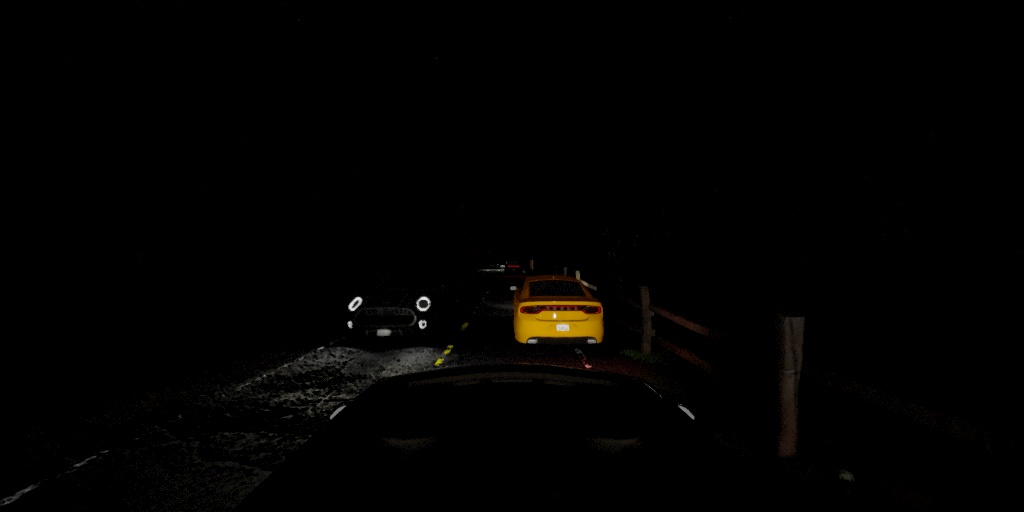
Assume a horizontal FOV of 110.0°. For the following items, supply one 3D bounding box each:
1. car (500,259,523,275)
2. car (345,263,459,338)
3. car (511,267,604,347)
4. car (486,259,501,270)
[{"bbox_3d":[0.165,1.219,38.340,2.128,1.511,4.902,0,0,0],"label":"car"},{"bbox_3d":[-2.829,1.101,10.165,2.097,1.767,4.553,0,0,0],"label":"car"},{"bbox_3d":[0.982,1.227,9.367,1.882,1.535,5.008,0,0,0],"label":"car"},{"bbox_3d":[-2.729,1.211,52.645,1.837,1.490,4.892,0,0,0],"label":"car"}]
